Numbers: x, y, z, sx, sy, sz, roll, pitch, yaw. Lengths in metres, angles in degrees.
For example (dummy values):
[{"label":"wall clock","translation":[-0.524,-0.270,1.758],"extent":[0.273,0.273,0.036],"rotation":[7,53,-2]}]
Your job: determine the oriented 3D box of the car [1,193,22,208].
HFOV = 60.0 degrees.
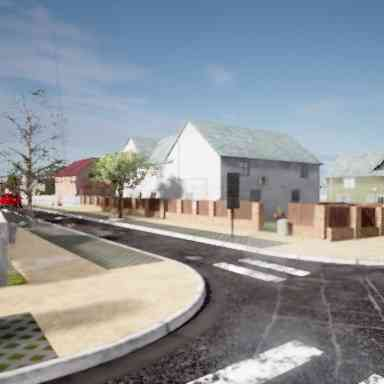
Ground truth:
[{"label":"car","translation":[-25.967,1.204,47.791],"extent":[2.150,2.045,5.566],"rotation":[0,0,-37]}]
